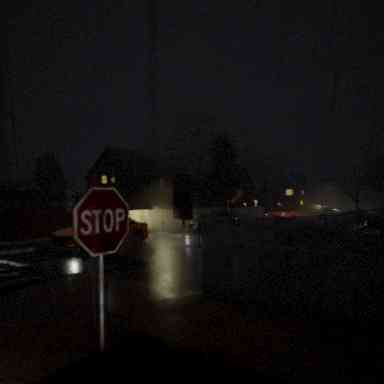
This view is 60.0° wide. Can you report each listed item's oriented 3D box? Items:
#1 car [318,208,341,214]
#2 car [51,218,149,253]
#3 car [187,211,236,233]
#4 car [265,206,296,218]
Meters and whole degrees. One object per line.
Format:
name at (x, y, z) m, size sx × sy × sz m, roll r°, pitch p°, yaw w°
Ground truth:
car at (16.926, 2.648, 40.755) m, size 2.033 × 1.411 × 5.357 m, roll -2°, pitch -2°, yaw 36°
car at (-4.271, 1.922, 16.145) m, size 1.882 × 1.535 × 5.008 m, roll -2°, pitch -2°, yaw 35°
car at (1.549, 2.174, 24.292) m, size 1.837 × 1.490 × 4.892 m, roll -2°, pitch -2°, yaw 35°
car at (9.482, 2.336, 35.393) m, size 2.097 × 1.767 × 4.553 m, roll -2°, pitch -3°, yaw 35°
